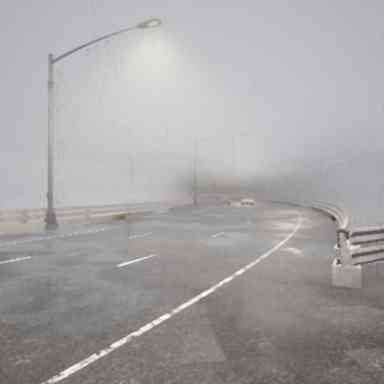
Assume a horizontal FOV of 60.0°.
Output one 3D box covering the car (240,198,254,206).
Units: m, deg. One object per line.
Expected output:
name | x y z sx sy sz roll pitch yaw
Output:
car | 9.124 1.573 55.352 1.895 1.301 4.718 0 0 4

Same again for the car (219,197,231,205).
car | 5.881 1.508 59.357 2.033 1.411 5.357 0 0 2
